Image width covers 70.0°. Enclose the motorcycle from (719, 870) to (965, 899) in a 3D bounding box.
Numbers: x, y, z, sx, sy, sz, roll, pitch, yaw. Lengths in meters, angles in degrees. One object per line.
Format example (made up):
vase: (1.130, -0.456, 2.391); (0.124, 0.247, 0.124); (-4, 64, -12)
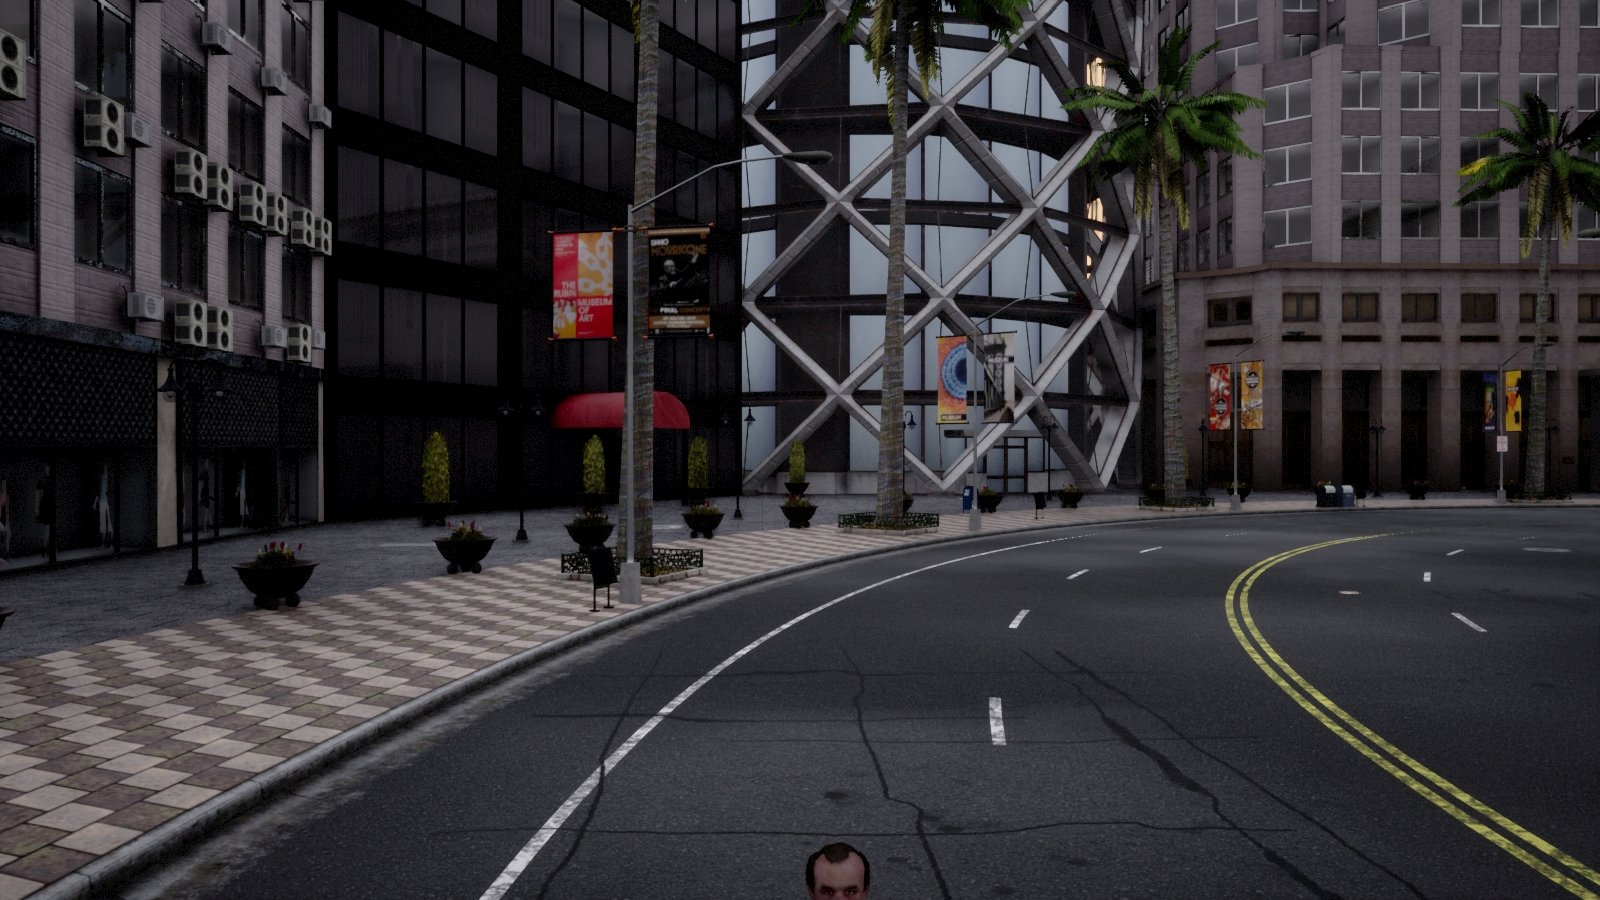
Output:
motorcycle: (0.124, 2.182, 3.338); (0.856, 1.236, 1.805); (0, 0, 2)
